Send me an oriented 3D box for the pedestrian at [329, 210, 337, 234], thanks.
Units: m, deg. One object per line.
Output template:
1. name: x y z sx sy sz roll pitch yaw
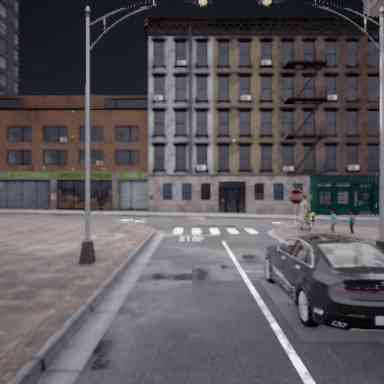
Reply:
1. pedestrian: 6.878 1.458 16.051 0.500 1.100 0.500 0 0 0

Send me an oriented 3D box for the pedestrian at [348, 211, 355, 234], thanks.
1. pedestrian: 7.998 1.539 16.651 0.500 1.100 0.500 0 0 0

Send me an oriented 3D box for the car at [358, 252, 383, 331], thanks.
1. car: 2.644 1.433 1.224 1.967 1.590 4.097 0 0 0

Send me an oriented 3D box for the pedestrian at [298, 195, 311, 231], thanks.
1. pedestrian: 5.858 1.039 17.251 0.375 1.860 0.375 0 0 0

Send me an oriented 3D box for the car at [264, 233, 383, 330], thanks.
1. car: 2.639 1.512 6.728 2.008 1.369 4.403 0 0 0
